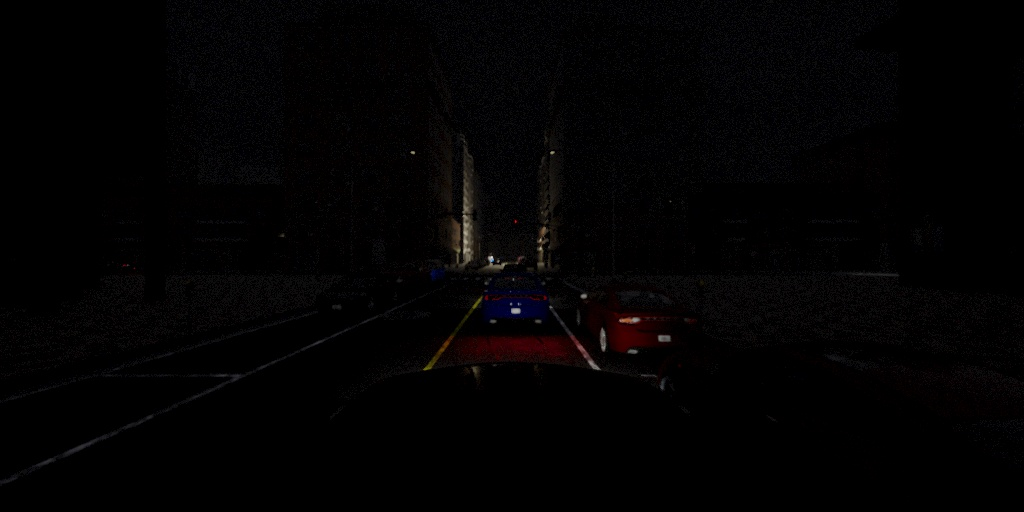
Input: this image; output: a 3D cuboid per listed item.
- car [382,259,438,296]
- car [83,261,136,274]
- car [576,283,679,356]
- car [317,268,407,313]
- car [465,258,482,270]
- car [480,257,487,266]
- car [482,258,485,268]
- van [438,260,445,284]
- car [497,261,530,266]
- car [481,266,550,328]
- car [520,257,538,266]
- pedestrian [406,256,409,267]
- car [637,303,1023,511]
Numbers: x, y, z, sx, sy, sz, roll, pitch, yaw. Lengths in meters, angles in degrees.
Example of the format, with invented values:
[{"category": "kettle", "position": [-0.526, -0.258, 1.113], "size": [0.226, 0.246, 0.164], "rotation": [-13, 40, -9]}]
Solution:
[{"category": "car", "position": [-5.857, 1.104, 19.805], "size": [2.192, 1.841, 5.009], "rotation": [0, 0, 0]}, {"category": "car", "position": [-45.861, 1.274, 40.823], "size": [4.902, 1.511, 2.128], "rotation": [0, 0, 1]}, {"category": "car", "position": [2.668, 1.310, 8.500], "size": [1.888, 1.381, 4.507], "rotation": [0, 0, 0]}, {"category": "car", "position": [-5.858, 1.343, 14.165], "size": [1.948, 1.339, 4.313], "rotation": [0, 0, 0]}, {"category": "car", "position": [-5.858, 1.325, 52.294], "size": [1.751, 1.417, 4.829], "rotation": [0, 0, 0]}, {"category": "car", "position": [-5.858, 1.321, 63.604], "size": [1.751, 1.417, 4.829], "rotation": [0, 0, 0]}, {"category": "car", "position": [-5.858, 1.364, 58.120], "size": [1.948, 1.339, 4.313], "rotation": [0, 0, 0]}, {"category": "van", "position": [-5.858, 1.141, 25.446], "size": [1.690, 1.789, 3.998], "rotation": [0, 0, 0]}, {"category": "car", "position": [0.096, 1.305, 25.900], "size": [1.837, 1.490, 4.892], "rotation": [0, 0, 0]}, {"category": "car", "position": [0.098, 1.249, 11.542], "size": [1.882, 1.535, 5.008], "rotation": [0, 0, 0]}, {"category": "car", "position": [2.668, 1.115, 52.437], "size": [2.192, 1.841, 5.009], "rotation": [0, 0, 0]}, {"category": "pedestrian", "position": [-12.552, 0.938, 43.415], "size": [0.375, 1.860, 0.375], "rotation": [0, 0, 1]}, {"category": "car", "position": [2.668, 1.334, 2.861], "size": [1.802, 1.307, 4.207], "rotation": [0, 0, 0]}]
